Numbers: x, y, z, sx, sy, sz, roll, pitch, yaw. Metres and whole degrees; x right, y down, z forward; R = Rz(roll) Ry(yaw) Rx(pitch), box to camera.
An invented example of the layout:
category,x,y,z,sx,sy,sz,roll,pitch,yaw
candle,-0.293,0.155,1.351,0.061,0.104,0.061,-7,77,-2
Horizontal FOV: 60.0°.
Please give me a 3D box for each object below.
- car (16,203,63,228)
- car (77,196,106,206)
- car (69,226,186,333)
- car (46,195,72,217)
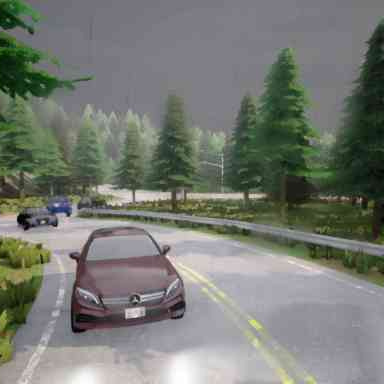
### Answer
category,x,y,z,sx,sy,sz,roll,pitch,yaw
car,-10.472,1.721,22.324,1.994,1.385,4.181,-4,2,-36
car,-12.771,1.288,42.831,2.097,1.767,4.553,2,2,13
car,-1.530,1.523,7.111,1.812,1.442,4.674,-2,0,-17
car,-12.902,1.326,32.237,2.150,2.045,5.566,-1,0,-18
